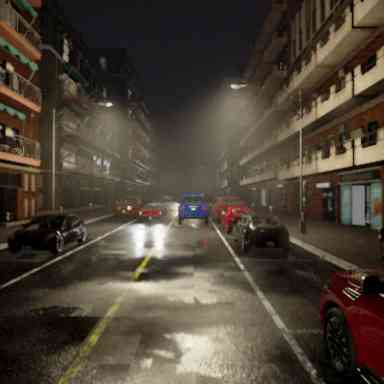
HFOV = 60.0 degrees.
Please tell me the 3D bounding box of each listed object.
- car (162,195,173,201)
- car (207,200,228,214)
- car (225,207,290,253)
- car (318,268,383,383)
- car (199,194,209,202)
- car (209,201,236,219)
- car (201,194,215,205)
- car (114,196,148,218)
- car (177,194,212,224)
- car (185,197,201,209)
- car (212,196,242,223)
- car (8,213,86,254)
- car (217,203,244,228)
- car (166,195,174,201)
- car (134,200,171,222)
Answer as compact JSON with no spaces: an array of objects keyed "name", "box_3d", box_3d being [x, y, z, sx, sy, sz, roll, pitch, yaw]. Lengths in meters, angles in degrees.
[{"name":"car","box_3d":[-5.690,1.554,74.862,2.008,1.369,4.403,1,0,0]},{"name":"car","box_3d":[2.695,1.564,35.854,1.947,1.339,4.313,1,0,0]},{"name":"car","box_3d":[2.698,1.549,13.582,2.008,1.369,4.403,1,0,0]},{"name":"car","box_3d":[2.703,1.315,2.447,2.192,1.841,5.009,1,0,0]},{"name":"car","box_3d":[2.693,1.318,74.829,2.192,1.841,5.009,1,0,0]},{"name":"car","box_3d":[2.696,1.548,30.286,2.008,1.369,4.403,1,0,0]},{"name":"car","box_3d":[2.695,1.314,58.126,2.192,1.841,5.009,1,0,0]},{"name":"car","box_3d":[-5.681,1.313,30.318,2.192,1.841,5.009,1,0,0]},{"name":"car","box_3d":[0.099,1.221,24.846,2.150,2.045,5.566,0,0,0]},{"name":"car","box_3d":[0.094,1.490,45.625,2.128,1.511,4.902,0,0,0]},{"name":"car","box_3d":[2.699,1.313,24.717,2.192,1.841,5.009,1,0,0]},{"name":"car","box_3d":[-5.682,1.565,13.615,1.947,1.339,4.313,1,0,0]},{"name":"car","box_3d":[2.698,1.543,19.150,1.887,1.381,4.507,1,0,0]},{"name":"car","box_3d":[-5.691,1.532,85.828,1.752,1.417,4.829,1,0,0]},{"name":"car","box_3d":[-3.013,1.599,26.361,1.895,1.301,4.718,0,0,0]}]
